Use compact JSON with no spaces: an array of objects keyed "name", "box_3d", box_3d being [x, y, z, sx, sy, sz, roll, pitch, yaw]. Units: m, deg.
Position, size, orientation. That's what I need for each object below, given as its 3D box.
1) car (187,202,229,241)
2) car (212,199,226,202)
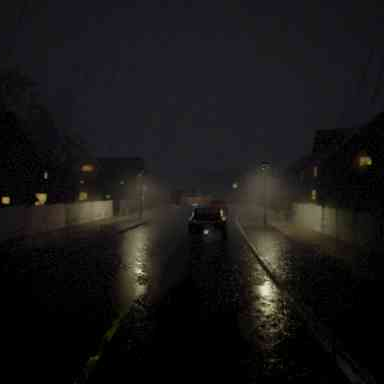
[{"name":"car","box_3d":[0.824,1.500,16.655,2.128,1.511,4.902,0,0,4]},{"name":"car","box_3d":[2.815,1.521,34.610,1.882,1.535,5.008,0,0,8]}]
